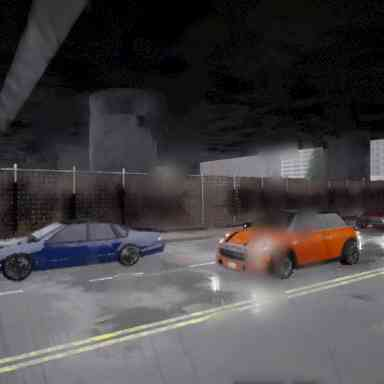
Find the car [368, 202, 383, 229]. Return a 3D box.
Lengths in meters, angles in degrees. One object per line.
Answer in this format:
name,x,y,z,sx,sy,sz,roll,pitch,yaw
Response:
car,12.053,1.352,20.200,4.553,1.767,2.097,0,0,-33

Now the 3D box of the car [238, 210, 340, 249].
car,4.547,1.601,15.288,4.718,1.301,1.895,0,0,-33

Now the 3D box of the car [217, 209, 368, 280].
car,2.943,1.352,10.053,4.553,1.767,2.097,0,0,-33

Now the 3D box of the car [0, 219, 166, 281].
car,-3.474,1.547,10.029,5.357,1.411,2.033,0,0,-33
